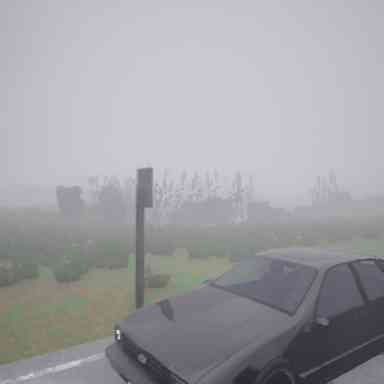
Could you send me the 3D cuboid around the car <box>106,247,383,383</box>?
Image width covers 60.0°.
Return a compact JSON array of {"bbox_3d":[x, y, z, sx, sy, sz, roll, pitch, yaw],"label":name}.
[{"bbox_3d":[1.619,1.570,4.763,5.357,1.411,2.033,0,0,-35],"label":"car"}]
